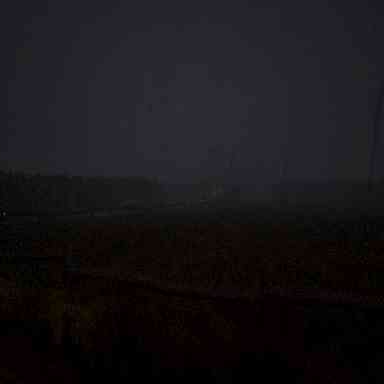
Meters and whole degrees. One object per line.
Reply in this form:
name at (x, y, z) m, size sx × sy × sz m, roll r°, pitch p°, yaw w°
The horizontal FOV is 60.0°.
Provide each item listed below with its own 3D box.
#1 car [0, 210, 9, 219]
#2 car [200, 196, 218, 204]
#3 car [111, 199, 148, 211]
car at (-14.668, 1.546, 21.186) m, size 2.033 × 1.411 × 5.357 m, roll 0°, pitch 0°, yaw 29°
car at (2.465, 1.338, 46.844) m, size 2.128 × 1.511 × 4.902 m, roll 0°, pitch 1°, yaw 18°
car at (-6.600, 1.494, 35.484) m, size 1.812 × 1.442 × 4.674 m, roll 0°, pitch 0°, yaw 30°
